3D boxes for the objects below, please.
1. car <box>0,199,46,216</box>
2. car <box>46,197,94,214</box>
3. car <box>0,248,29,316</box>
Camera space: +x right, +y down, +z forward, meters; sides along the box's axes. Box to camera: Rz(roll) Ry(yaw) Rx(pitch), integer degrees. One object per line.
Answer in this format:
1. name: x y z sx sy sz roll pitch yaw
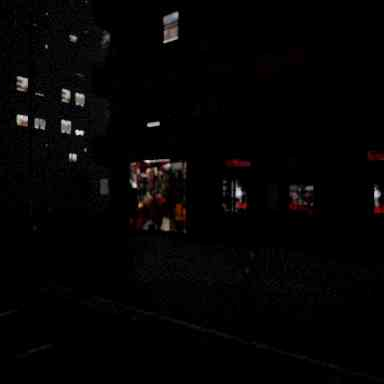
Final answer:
1. car: -14.372 1.278 26.322 2.008 1.369 4.403 1 1 35
2. car: -11.280 1.178 30.746 1.752 1.417 4.829 1 1 35
3. car: -4.814 1.532 6.309 4.403 1.369 2.008 0 0 36
